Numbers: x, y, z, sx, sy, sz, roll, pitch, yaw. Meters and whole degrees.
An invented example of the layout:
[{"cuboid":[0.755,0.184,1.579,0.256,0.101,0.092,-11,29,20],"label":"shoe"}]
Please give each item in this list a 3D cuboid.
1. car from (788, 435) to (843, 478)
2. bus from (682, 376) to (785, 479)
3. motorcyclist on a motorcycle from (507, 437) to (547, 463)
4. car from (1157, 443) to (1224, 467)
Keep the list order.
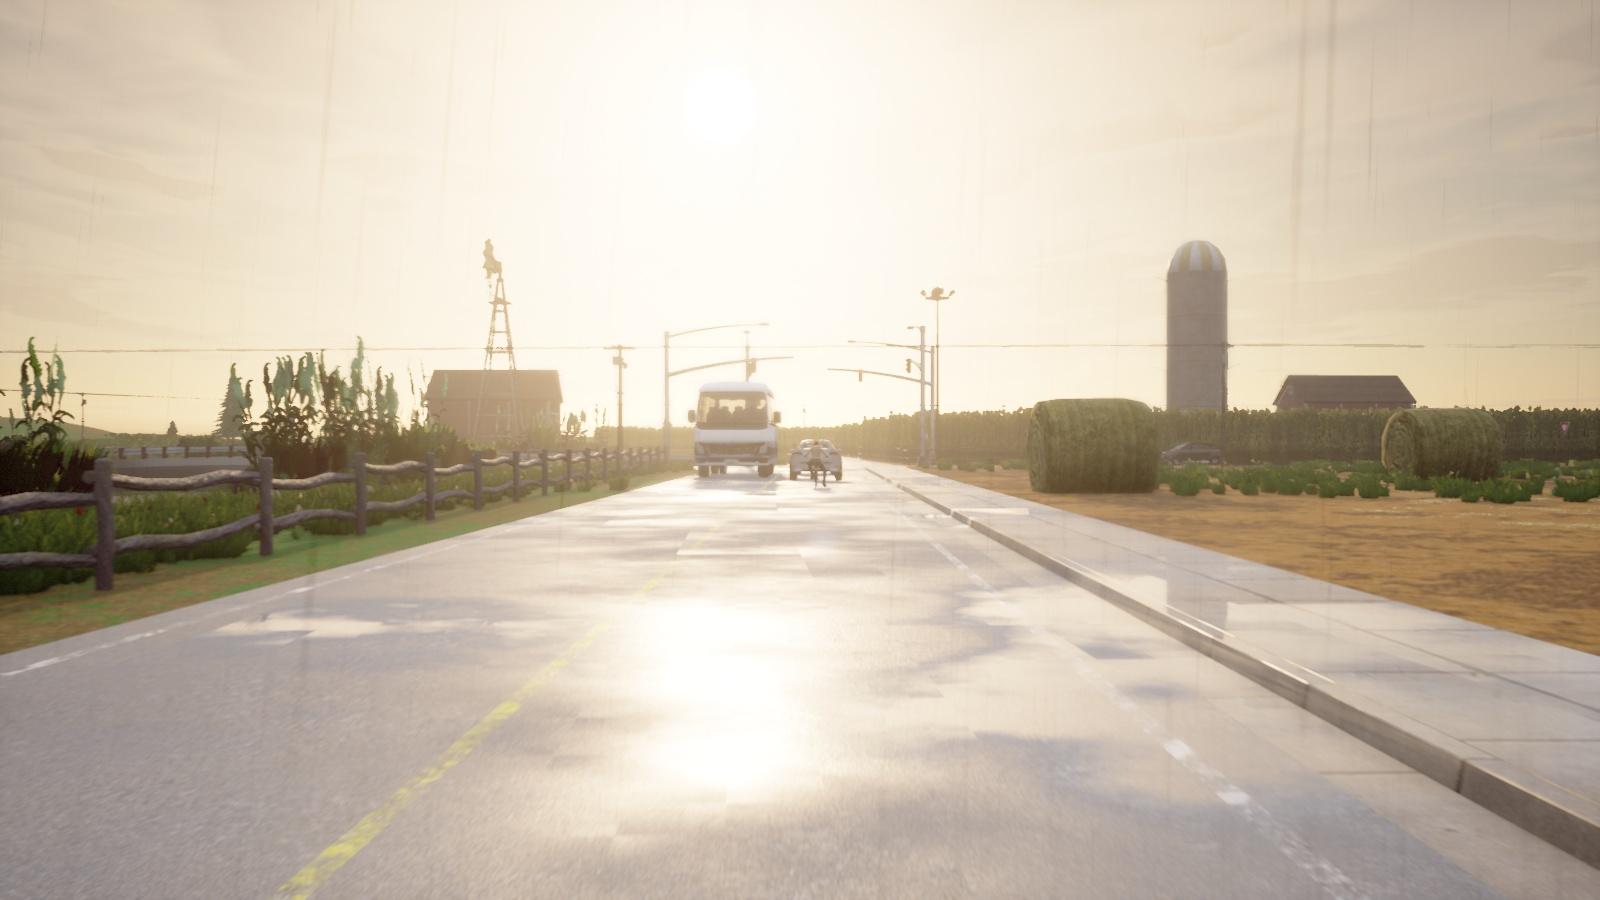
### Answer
[{"cuboid":[0.630,0.237,51.163,2.152,1.651,5.027,0,0,1],"label":"car"},{"cuboid":[-2.830,-0.955,57.313,3.944,4.253,10.273,0,0,1],"label":"bus"},{"cuboid":[-16.853,-0.006,77.534,2.191,1.530,0.866,3,0,4],"label":"motorcyclist on a motorcycle"},{"cuboid":[25.129,0.326,80.924,3.705,1.549,1.789,0,0,-2],"label":"car"}]
